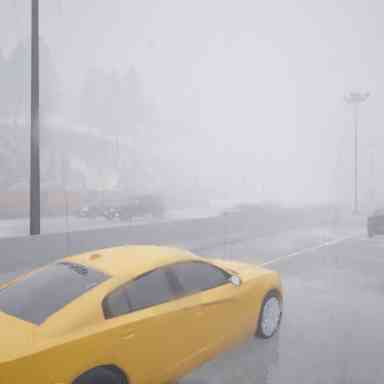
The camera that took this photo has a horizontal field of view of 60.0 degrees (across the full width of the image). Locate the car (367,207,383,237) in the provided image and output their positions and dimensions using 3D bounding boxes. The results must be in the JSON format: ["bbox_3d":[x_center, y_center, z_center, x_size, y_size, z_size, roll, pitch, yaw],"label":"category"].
[{"bbox_3d":[10.497,1.477,17.148,1.882,1.535,5.008,0,0,40],"label":"car"}]

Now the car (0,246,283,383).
[{"bbox_3d":[-0.562,1.477,4.475,1.882,1.535,5.008,0,0,42],"label":"car"}]

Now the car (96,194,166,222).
[{"bbox_3d":[-4.534,1.221,26.744,2.150,2.045,5.566,0,0,40],"label":"car"}]

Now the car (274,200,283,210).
[{"bbox_3d":[8.924,1.601,38.585,1.895,1.301,4.718,0,0,34],"label":"car"}]

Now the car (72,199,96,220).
[{"bbox_3d":[-7.818,1.352,28.323,2.097,1.767,4.553,0,0,40],"label":"car"}]

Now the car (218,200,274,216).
[{"bbox_3d":[4.153,1.547,26.264,2.033,1.411,5.357,0,0,39],"label":"car"}]
